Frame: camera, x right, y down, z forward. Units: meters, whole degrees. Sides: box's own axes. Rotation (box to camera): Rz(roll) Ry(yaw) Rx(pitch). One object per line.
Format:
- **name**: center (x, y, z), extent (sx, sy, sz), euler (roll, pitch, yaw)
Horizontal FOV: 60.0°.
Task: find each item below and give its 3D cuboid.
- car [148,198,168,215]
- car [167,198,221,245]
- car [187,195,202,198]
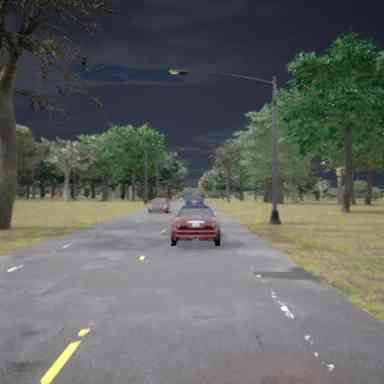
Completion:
- **car**: center (-3.431, 1.423, 35.328), extent (2.097, 1.767, 4.553), euler (0, 0, 0)
- **car**: center (0.168, 1.363, 15.615), extent (2.097, 1.767, 4.553), euler (0, 0, 0)
- **car**: center (0.274, 1.310, 38.124), extent (2.150, 2.045, 5.566), euler (0, 0, 0)
